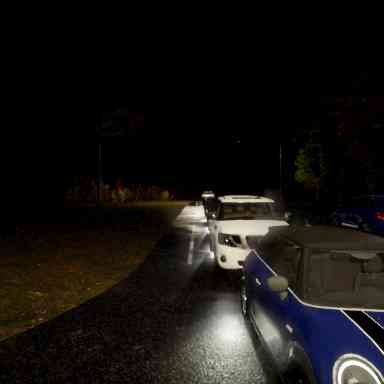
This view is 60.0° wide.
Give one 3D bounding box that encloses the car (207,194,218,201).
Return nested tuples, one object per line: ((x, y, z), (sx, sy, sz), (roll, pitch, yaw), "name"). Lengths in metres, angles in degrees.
((4.665, 1.199, 75.117), (1.895, 1.301, 4.718), (0, 0, 9), "car")

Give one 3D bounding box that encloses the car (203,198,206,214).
((1.934, 1.380, 23.102), (1.837, 1.490, 4.892), (0, 0, 1), "car")

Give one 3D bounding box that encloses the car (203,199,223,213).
((2.176, 1.415, 35.445), (1.895, 1.301, 4.718), (0, 0, 1), "car")

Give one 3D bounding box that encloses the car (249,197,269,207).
((9.408, 1.357, 47.193), (1.895, 1.301, 4.718), (0, 0, 1), "car")

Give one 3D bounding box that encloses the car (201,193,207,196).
((2.309, 1.275, 41.612), (2.128, 1.511, 4.902), (0, 0, 1), "car")

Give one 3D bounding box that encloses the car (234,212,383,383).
((1.937, 1.338, 4.168), (2.097, 1.767, 4.553), (0, 0, 0), "car")

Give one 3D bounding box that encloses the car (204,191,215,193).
((2.965, 0.903, 61.330), (2.150, 2.045, 5.566), (0, 0, 4), "car")

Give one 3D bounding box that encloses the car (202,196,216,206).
((2.519, 1.303, 50.109), (1.994, 1.385, 4.181), (0, 0, 2), "car")

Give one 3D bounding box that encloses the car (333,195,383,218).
((8.781, 1.152, 16.183), (2.150, 2.045, 5.566), (0, 0, 1), "car")

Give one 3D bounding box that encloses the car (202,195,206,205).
((2.055, 1.322, 29.357), (1.882, 1.535, 5.008), (0, 0, 1), "car")

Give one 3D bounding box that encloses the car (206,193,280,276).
((1.699, 1.160, 10.514), (2.150, 2.045, 5.566), (0, 0, 1), "car")
